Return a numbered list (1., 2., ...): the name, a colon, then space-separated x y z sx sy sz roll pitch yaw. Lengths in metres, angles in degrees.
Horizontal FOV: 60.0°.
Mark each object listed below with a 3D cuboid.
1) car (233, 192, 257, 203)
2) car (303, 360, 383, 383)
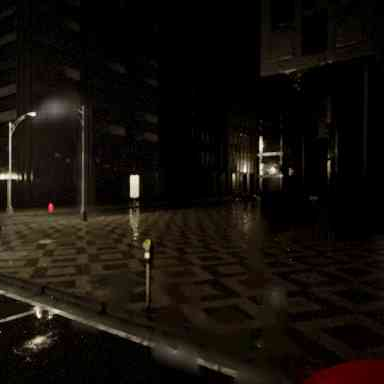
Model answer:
1. car: 7.492 0.743 46.841 2.128 1.511 4.902 0 1 35
2. car: 2.548 1.546 1.174 4.507 1.381 1.887 0 0 35
